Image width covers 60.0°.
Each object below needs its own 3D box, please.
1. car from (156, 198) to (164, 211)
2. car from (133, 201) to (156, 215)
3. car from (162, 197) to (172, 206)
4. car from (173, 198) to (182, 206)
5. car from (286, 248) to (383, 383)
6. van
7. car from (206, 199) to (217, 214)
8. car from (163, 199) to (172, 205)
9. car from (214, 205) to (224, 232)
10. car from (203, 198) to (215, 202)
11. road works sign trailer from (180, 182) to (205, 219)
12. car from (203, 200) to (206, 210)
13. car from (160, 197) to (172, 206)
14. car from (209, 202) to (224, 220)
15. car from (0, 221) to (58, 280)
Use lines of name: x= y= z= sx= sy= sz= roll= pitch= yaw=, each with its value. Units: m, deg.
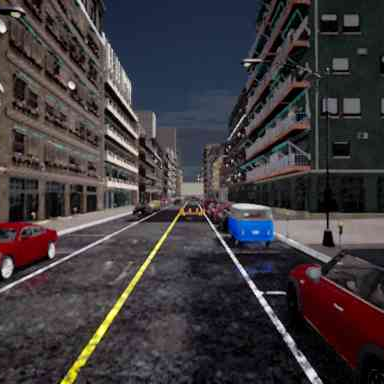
car: x=-5.693 y=1.987 z=49.520 sx=1.752 sy=1.417 sz=4.829 roll=0 pitch=-1 yaw=0
car: x=-5.692 y=1.926 z=38.417 sx=1.947 sy=1.339 sz=4.313 roll=0 pitch=-1 yaw=0
car: x=-5.694 y=2.055 z=66.601 sx=1.967 sy=1.590 sz=4.097 roll=0 pitch=-1 yaw=0
car: x=-3.007 y=2.152 z=71.022 sx=1.837 sy=1.490 sz=4.892 roll=0 pitch=-1 yaw=0
car: x=2.692 y=1.484 z=4.599 sx=1.967 sy=1.590 sz=4.097 roll=0 pitch=-1 yaw=0
van: x=2.692 y=1.492 z=15.873 sx=1.690 sy=1.788 sz=3.998 roll=0 pitch=-1 yaw=0
car: x=2.689 y=1.748 z=32.781 sx=1.967 sy=1.590 sz=4.097 roll=0 pitch=-1 yaw=0
car: x=-5.696 y=2.297 z=77.872 sx=1.802 sy=1.307 sz=4.206 roll=0 pitch=-1 yaw=0
car: x=2.690 y=1.769 z=21.507 sx=1.947 sy=1.339 sz=4.313 roll=0 pitch=-1 yaw=0
car: x=2.689 y=1.778 z=49.690 sx=2.192 sy=1.841 sz=5.009 roll=0 pitch=-1 yaw=0
road works sign trailer: x=-0.002 y=0.774 z=32.922 sx=2.380 sy=3.560 sz=2.880 roll=0 pitch=-1 yaw=0
car: x=2.689 y=1.911 z=38.415 sx=2.008 sy=1.369 sz=4.403 roll=0 pitch=-1 yaw=0
car: x=-5.694 y=1.980 z=72.238 sx=2.192 sy=1.841 sz=5.009 roll=0 pitch=-1 yaw=0
car: x=2.690 y=1.801 z=27.143 sx=1.887 sy=1.381 sz=4.507 roll=0 pitch=-1 yaw=0
car: x=-5.689 y=1.643 z=10.237 sx=1.887 sy=1.381 sz=4.507 roll=0 pitch=-1 yaw=0
